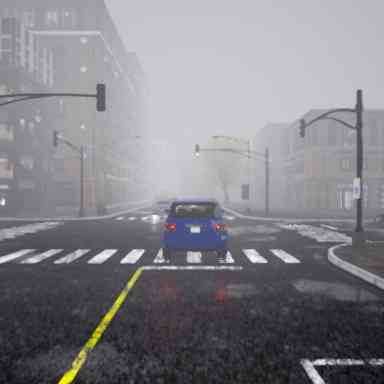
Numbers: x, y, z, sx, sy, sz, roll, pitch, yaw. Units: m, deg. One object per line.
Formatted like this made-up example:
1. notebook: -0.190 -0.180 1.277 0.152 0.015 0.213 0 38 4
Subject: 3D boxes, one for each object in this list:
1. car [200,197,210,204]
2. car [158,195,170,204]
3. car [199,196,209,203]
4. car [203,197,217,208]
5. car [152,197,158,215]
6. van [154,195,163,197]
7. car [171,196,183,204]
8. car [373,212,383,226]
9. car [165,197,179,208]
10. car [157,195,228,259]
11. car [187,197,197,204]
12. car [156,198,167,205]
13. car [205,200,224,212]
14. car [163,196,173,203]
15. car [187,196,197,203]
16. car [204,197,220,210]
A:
1. car: 2.674 1.730 68.432 2.008 1.369 4.403 0 0 0
2. car: -5.707 1.494 68.432 2.192 1.841 5.009 0 0 0
3. car: 2.673 1.641 74.129 1.967 1.590 4.097 0 0 0
4. car: 2.678 1.561 51.342 1.967 1.590 4.097 0 0 0
5. car: -3.075 1.599 35.614 1.812 1.442 4.674 0 0 -1
6. van: -5.704 1.479 57.039 1.690 1.788 3.998 0 0 0
7. car: -3.020 1.680 67.649 2.128 1.511 4.902 0 0 0
8. car: 14.764 1.608 22.272 4.892 1.490 1.837 0 0 -3
9. car: -3.075 1.630 52.624 1.837 1.490 4.892 0 -1 0
10. car: 0.099 1.241 12.782 2.150 2.045 5.566 0 0 0
11. car: -0.014 1.699 67.130 1.812 1.442 4.674 0 0 0
12. car: -5.705 1.740 62.735 1.802 1.307 4.206 0 0 0
13. car: 2.681 1.637 39.948 2.008 1.369 4.403 0 0 0
14. car: -5.709 1.775 79.825 2.008 1.369 4.403 0 0 0
15. car: -0.016 1.650 77.137 2.128 1.511 4.902 0 0 0
16. car: 2.679 1.543 45.645 1.967 1.590 4.097 0 0 0
